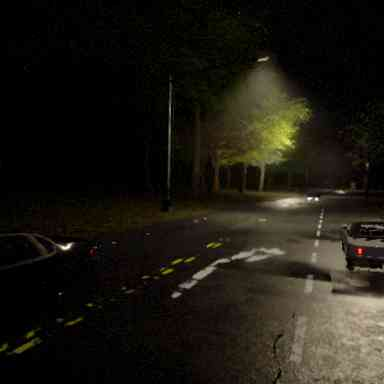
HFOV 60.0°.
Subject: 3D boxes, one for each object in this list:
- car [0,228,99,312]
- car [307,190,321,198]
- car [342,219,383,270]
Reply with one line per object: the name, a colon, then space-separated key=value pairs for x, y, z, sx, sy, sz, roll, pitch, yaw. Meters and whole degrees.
car: x=-3.814 y=1.337 z=5.367 sx=2.033 sy=1.411 sz=5.357 roll=2 pitch=1 yaw=23
car: x=21.998 y=0.412 z=59.822 sx=1.994 sy=1.385 sz=4.181 roll=2 pitch=2 yaw=24
car: x=5.575 y=1.474 z=10.009 sx=1.895 sy=1.301 sz=4.718 roll=2 pitch=1 yaw=22
